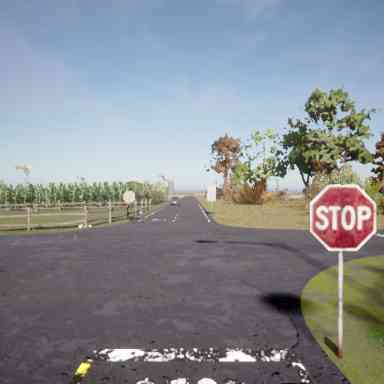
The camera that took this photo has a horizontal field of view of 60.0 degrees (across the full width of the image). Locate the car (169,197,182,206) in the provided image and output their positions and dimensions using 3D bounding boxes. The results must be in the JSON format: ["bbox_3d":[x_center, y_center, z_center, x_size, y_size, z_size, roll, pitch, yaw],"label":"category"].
[{"bbox_3d":[-2.842,1.529,57.089,1.812,1.442,4.674,0,0,0],"label":"car"}]
